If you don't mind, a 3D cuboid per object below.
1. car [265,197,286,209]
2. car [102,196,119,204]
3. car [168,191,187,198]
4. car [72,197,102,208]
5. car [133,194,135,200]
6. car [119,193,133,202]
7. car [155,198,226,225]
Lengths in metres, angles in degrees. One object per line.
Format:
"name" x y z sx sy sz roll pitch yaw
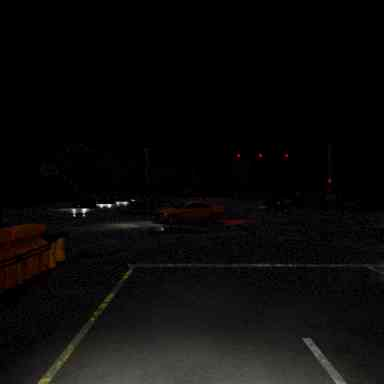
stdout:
"car" 10.489 1.384 42.147 2.033 1.411 5.357 0 0 4
"car" -14.073 1.341 55.577 1.994 1.385 4.181 0 0 0
"car" -4.265 0.820 95.294 2.150 2.045 5.566 0 0 -22
"car" -14.091 1.375 44.106 2.033 1.411 5.357 0 0 0
"car" -15.171 1.016 81.960 2.097 1.767 4.553 0 0 -10
"car" -13.990 1.318 68.026 1.895 1.301 4.718 0 0 0
"car" -0.080 1.403 23.351 5.008 1.535 1.882 0 0 -21
